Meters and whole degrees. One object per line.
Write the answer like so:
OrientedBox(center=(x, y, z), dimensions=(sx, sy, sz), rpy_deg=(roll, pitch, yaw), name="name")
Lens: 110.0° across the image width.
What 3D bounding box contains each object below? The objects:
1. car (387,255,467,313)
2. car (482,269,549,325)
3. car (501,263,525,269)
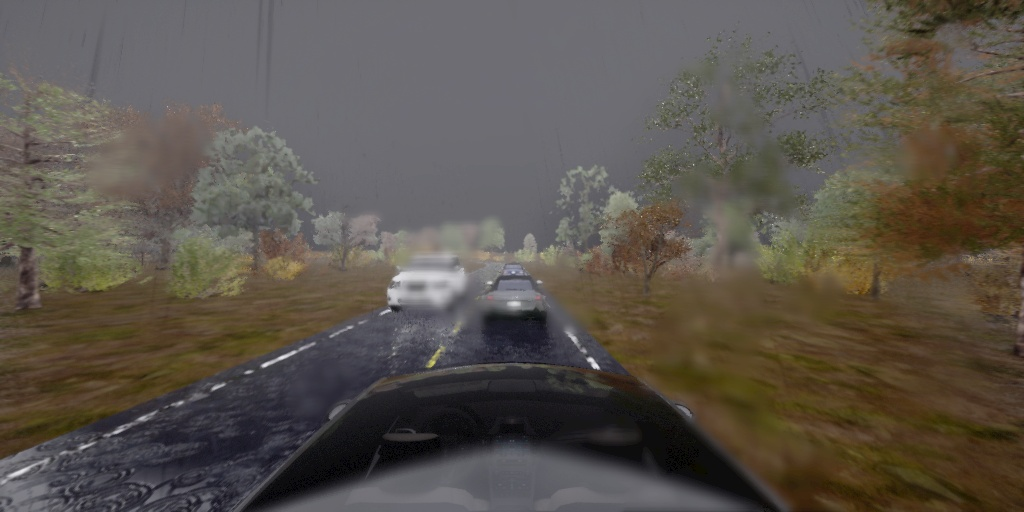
OrientedBox(center=(-3.097, 0.963, 14.319), dimensions=(2.150, 2.045, 5.566), rpy_deg=(0, 0, 0), name="car")
OrientedBox(center=(0.104, 1.310, 11.851), dimensions=(1.994, 1.385, 4.181), rpy_deg=(0, 0, 0), name="car")
OrientedBox(center=(0.106, 1.286, 29.586), dimensions=(2.033, 1.411, 5.357), rpy_deg=(0, 0, 0), name="car")
